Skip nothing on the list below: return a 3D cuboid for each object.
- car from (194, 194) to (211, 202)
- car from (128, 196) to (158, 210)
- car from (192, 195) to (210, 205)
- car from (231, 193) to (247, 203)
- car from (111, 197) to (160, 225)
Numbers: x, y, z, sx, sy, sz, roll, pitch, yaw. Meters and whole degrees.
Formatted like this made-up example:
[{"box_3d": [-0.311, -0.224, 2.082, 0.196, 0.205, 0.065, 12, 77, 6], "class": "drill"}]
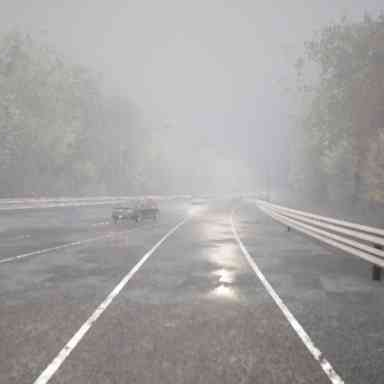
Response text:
[{"box_3d": [2.187, 1.267, 67.655, 2.128, 1.511, 4.902, 1, 0, 17], "class": "car"}, {"box_3d": [-5.921, 1.315, 40.855, 1.812, 1.442, 4.674, 1, 0, 17], "class": "car"}, {"box_3d": [1.482, 1.440, 53.234, 1.895, 1.301, 4.718, 1, 0, 17], "class": "car"}, {"box_3d": [8.885, 1.422, 65.626, 2.033, 1.411, 5.357, 1, 0, 17], "class": "car"}, {"box_3d": [-3.856, 1.396, 23.511, 2.128, 1.511, 4.902, 1, 0, 17], "class": "car"}]
